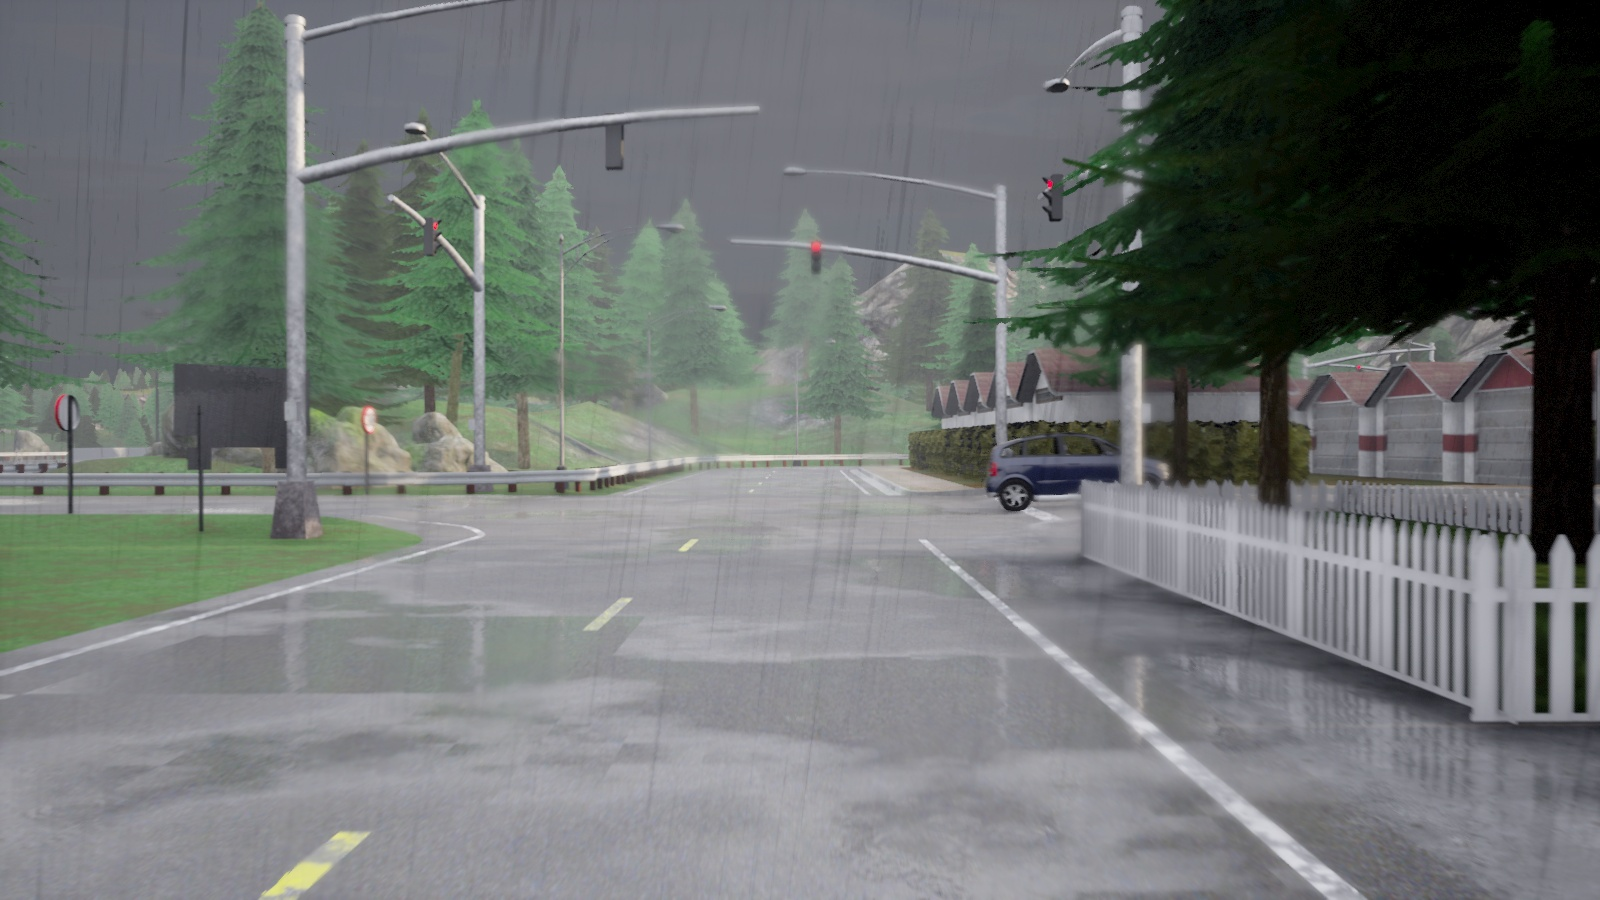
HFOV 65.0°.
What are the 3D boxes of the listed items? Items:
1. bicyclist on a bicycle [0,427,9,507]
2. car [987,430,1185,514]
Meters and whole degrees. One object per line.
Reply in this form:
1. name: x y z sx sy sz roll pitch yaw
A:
1. bicyclist on a bicycle: -16.917 0.336 25.214 1.509 1.612 0.866 0 0 0
2. car: 5.681 0.427 25.330 3.705 1.549 1.789 -2 0 7
